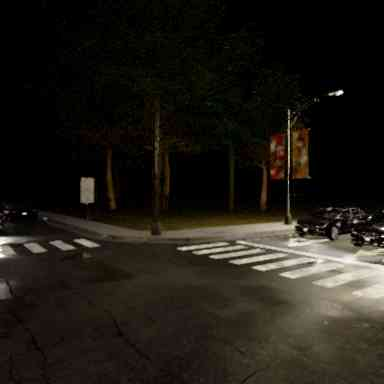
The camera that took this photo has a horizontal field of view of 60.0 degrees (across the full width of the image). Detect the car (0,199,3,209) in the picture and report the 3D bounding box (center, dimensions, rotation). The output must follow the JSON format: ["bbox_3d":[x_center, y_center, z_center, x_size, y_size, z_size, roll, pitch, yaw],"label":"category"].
[{"bbox_3d":[-26.899,1.552,44.854,1.895,1.301,4.718,0,0,-35],"label":"car"}]

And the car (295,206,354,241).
[{"bbox_3d":[7.228,1.493,16.820,4.892,1.490,1.837,0,0,-36],"label":"car"}]

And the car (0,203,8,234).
[{"bbox_3d":[-11.693,1.481,18.382,1.837,1.490,4.892,0,0,-37],"label":"car"}]

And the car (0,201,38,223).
[{"bbox_3d":[-13.264,1.532,25.685,1.994,1.385,4.181,0,0,-35],"label":"car"}]

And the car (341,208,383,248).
[{"bbox_3d":[8.478,1.493,13.719,4.892,1.490,1.837,0,0,-35],"label":"car"}]
